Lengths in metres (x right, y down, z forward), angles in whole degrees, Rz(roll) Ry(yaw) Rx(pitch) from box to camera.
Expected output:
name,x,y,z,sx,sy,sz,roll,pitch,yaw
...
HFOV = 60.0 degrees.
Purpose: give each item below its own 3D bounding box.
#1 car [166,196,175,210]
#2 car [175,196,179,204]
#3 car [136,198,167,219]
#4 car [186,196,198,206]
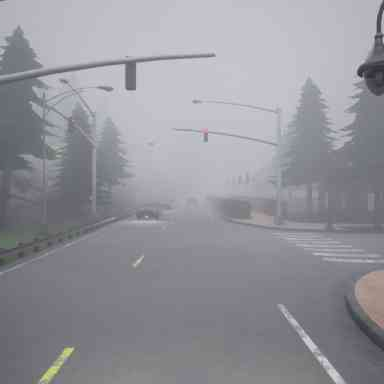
name,x,y,z,sx,sy,sz,roll,pitch,yaw
car,-3.595,1.526,42.728,1.812,1.442,4.674,0,0,0
car,-3.556,1.506,61.472,1.837,1.490,4.892,0,0,0
car,-3.604,1.547,29.010,2.033,1.411,5.357,0,0,0
car,-0.007,1.478,56.098,1.882,1.535,5.008,0,0,0
